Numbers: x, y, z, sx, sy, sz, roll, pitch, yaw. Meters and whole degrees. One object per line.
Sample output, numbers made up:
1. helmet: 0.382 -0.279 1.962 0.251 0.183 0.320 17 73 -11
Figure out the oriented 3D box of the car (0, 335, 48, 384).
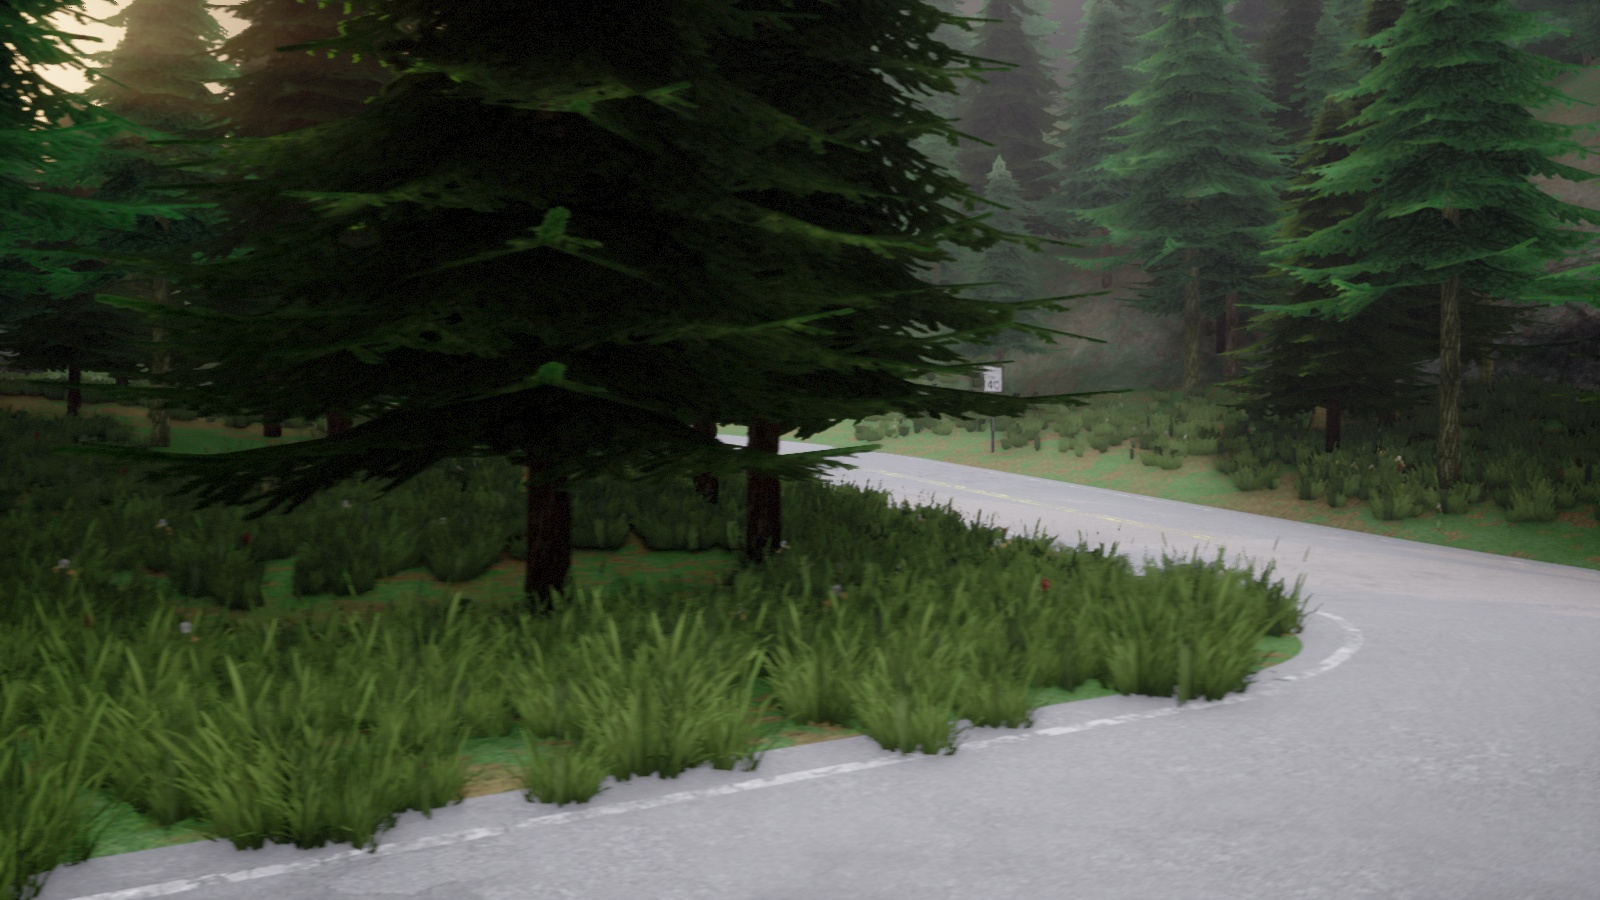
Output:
1. car: -38.028 -4.316 57.541 5.566 2.045 2.150 5 -1 -7
